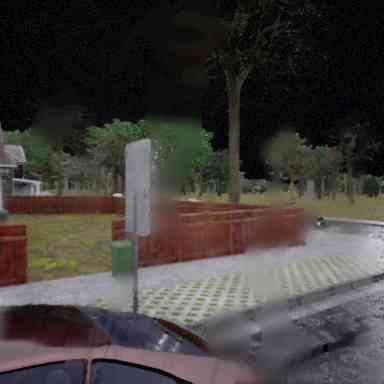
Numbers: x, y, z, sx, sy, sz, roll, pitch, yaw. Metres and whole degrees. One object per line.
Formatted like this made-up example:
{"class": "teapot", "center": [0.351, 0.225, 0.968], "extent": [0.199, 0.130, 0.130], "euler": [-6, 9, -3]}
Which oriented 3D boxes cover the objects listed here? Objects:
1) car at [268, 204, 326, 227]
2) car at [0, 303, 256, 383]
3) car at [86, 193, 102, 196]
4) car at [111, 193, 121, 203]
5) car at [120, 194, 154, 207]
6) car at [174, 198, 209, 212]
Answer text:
{"class": "car", "center": [6.146, 1.503, 22.307], "extent": [2.033, 1.411, 5.357], "euler": [0, 1, -36]}
{"class": "car", "center": [-1.482, 1.562, 2.027], "extent": [4.181, 1.385, 1.994], "euler": [1, 0, -36]}
{"class": "car", "center": [-17.526, 0.866, 59.935], "extent": [1.895, 1.301, 4.718], "euler": [0, 1, -36]}
{"class": "car", "center": [-11.635, 0.954, 51.827], "extent": [1.812, 1.442, 4.674], "euler": [0, 1, -36]}
{"class": "car", "center": [-6.070, 1.177, 39.155], "extent": [2.033, 1.411, 5.357], "euler": [0, 1, -36]}
{"class": "car", "center": [0.114, 1.321, 30.625], "extent": [1.812, 1.442, 4.674], "euler": [0, 1, -36]}
